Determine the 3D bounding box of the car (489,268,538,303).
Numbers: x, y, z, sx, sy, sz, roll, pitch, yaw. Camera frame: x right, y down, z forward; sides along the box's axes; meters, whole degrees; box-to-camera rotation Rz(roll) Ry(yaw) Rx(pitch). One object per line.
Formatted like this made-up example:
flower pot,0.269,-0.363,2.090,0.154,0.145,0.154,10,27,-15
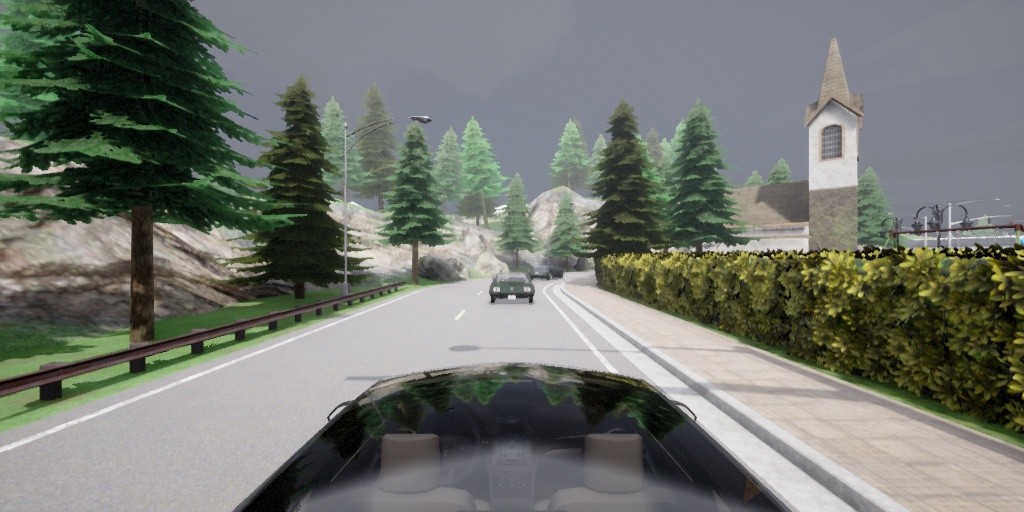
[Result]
car,0.000,1.366,16.530,1.895,1.301,4.718,0,0,0

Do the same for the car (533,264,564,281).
car,2.897,1.322,30.172,1.994,1.385,4.181,0,0,28
